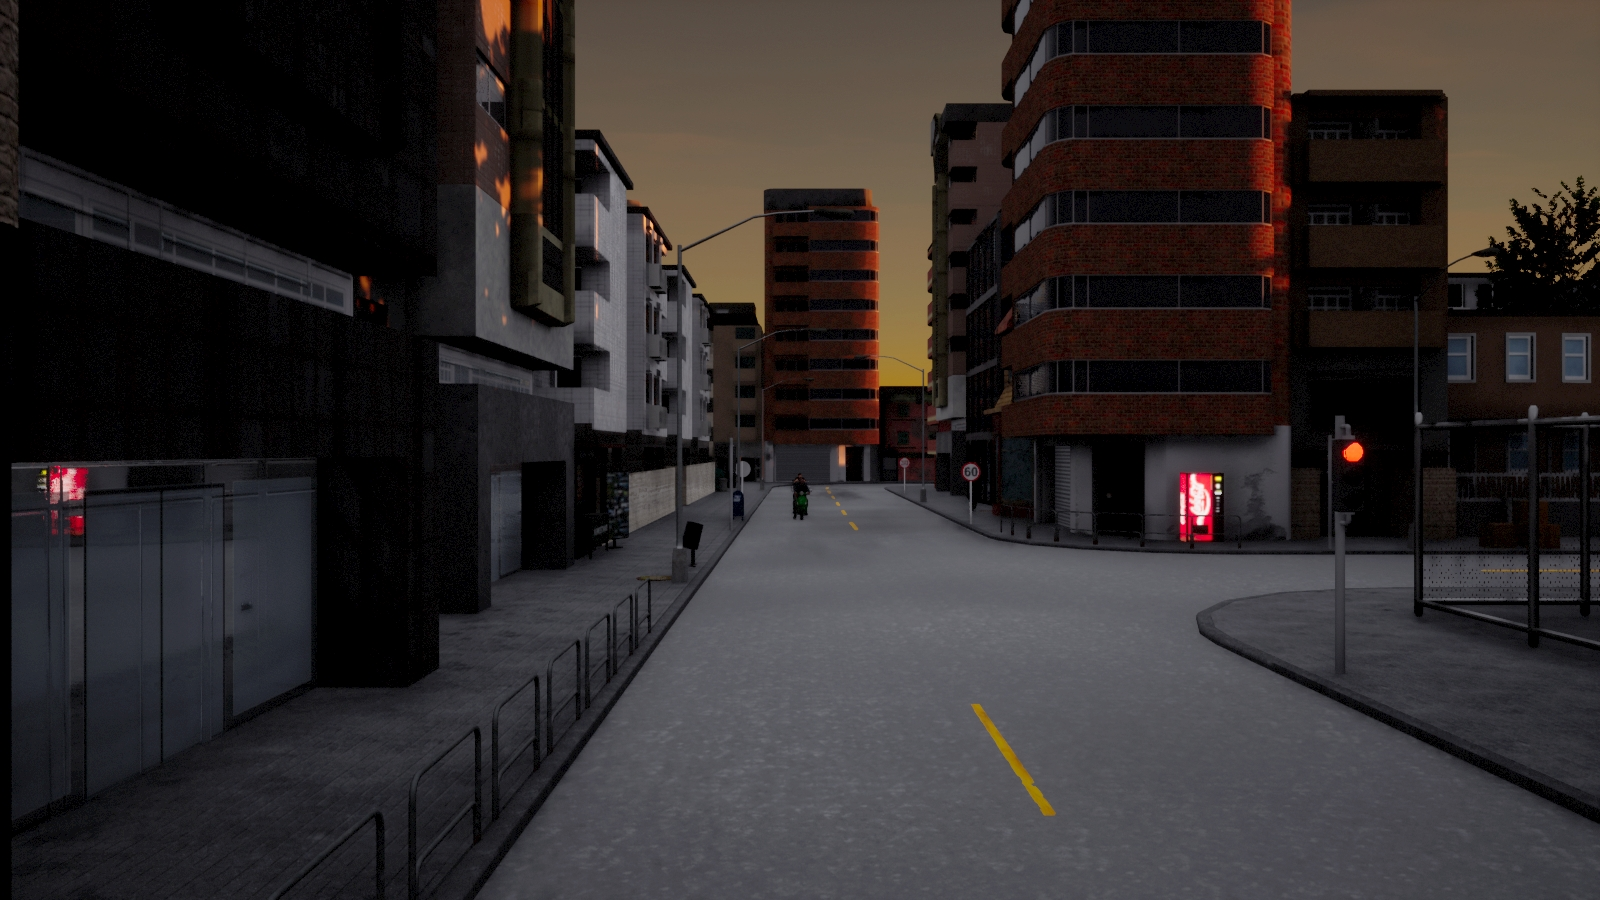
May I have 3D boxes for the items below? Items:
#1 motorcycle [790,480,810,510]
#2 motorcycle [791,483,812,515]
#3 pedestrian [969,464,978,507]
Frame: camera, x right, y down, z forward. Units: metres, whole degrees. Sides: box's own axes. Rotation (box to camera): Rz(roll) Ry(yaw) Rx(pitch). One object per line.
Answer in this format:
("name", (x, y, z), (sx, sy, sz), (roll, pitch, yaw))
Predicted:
("motorcycle", (0.019, 1.970, 50.389), (0.856, 1.236, 1.805), (0, 0, 0))
("motorcycle", (0.063, 1.970, 46.521), (0.856, 1.236, 1.805), (0, 0, 0))
("pedestrian", (7.604, 1.533, 49.989), (0.375, 1.860, 0.375), (0, 0, 12))
